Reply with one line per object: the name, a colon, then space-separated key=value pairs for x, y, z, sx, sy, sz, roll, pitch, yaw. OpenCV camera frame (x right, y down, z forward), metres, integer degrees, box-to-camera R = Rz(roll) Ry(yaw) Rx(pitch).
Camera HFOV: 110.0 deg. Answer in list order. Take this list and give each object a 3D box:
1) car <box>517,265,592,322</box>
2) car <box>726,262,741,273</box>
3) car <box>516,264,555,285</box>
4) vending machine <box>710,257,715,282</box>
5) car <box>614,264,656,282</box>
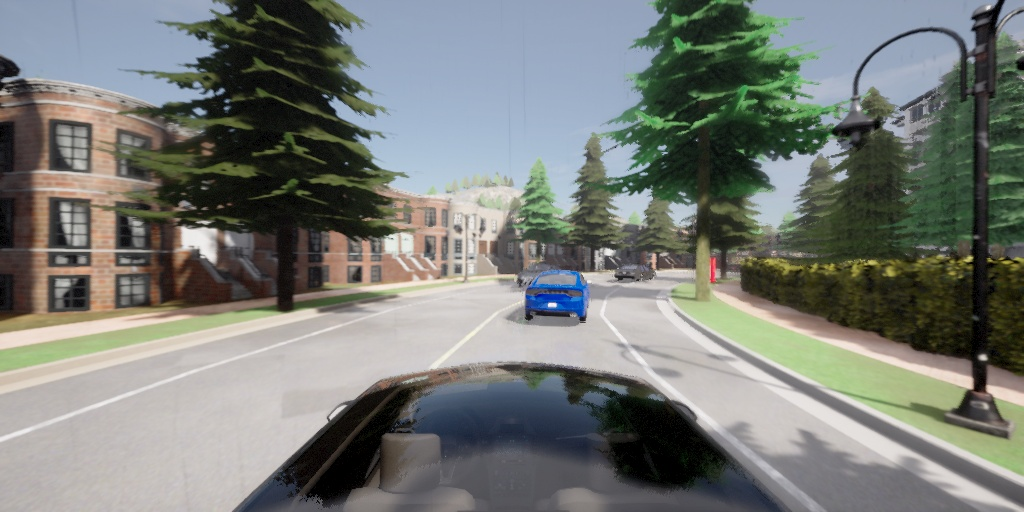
car: x=1.726 y=1.245 z=12.574 sx=1.882 sy=1.535 sz=5.008 roll=0 pitch=0 yaw=14
car: x=31.642 y=1.606 z=50.860 sx=4.181 sy=1.385 sz=1.994 roll=0 pitch=0 yaw=-31
car: x=1.959 y=1.263 z=23.522 sx=2.128 sy=1.511 sz=4.902 roll=0 pitch=0 yaw=27
vending machine: x=15.223 y=1.087 z=27.830 sx=1.100 sy=2.100 sz=0.880 roll=0 pitch=0 yaw=40
car: x=10.433 y=1.396 z=30.209 sx=2.033 sy=1.411 sz=5.357 roll=0 pitch=0 yaw=39
